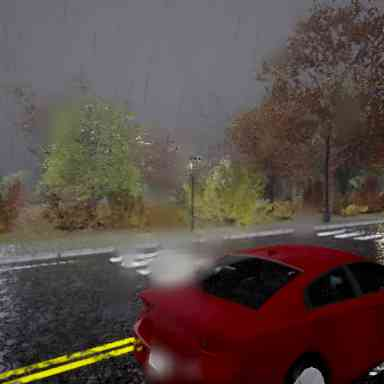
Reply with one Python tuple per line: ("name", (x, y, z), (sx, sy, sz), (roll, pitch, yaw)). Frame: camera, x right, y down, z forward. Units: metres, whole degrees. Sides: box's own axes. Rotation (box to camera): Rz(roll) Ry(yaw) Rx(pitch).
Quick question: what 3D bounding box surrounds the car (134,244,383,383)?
("car", (1.675, 1.483, 4.634), (5.008, 1.535, 1.882), (0, 0, -36))
